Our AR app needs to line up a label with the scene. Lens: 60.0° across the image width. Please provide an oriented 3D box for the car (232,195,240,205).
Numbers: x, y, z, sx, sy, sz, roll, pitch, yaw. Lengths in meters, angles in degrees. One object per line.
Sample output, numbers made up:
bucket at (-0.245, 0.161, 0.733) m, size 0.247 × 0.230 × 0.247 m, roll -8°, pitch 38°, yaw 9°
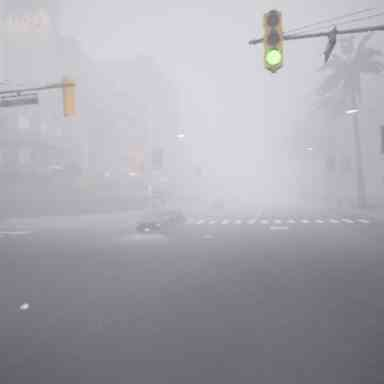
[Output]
car at (8.964, 1.608, 70.311) m, size 2.150 × 2.045 × 5.566 m, roll -1°, pitch 0°, yaw 9°

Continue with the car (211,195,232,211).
car at (3.895, 1.615, 45.947) m, size 2.097 × 1.767 × 4.553 m, roll -2°, pitch -1°, yaw 13°

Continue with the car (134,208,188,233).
car at (-1.817, 1.800, 21.815) m, size 2.033 × 1.411 × 5.357 m, roll -2°, pitch 0°, yaw 18°
